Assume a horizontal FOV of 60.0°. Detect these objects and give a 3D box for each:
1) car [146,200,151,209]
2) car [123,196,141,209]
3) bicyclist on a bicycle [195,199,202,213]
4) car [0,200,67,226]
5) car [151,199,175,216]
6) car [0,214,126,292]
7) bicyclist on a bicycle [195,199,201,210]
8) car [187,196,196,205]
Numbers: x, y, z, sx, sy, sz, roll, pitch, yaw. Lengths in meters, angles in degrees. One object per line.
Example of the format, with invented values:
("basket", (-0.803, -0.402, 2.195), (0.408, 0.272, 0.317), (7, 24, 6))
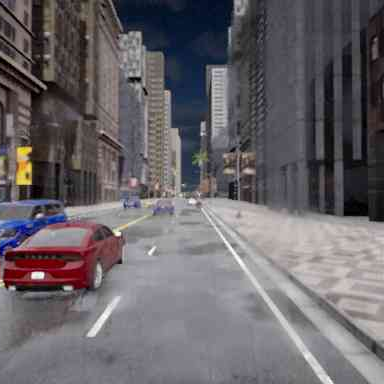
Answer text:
("car", (-6.518, 2.004, 55.796), (1.882, 1.535, 5.008), (0, 0, 1))
("car", (-9.768, 1.736, 54.647), (2.150, 2.045, 5.566), (0, 0, 1))
("bicyclist on a bicycle", (0.912, 1.766, 41.439), (0.659, 1.776, 1.843), (0, 0, 0))
("car", (-6.594, 1.348, 12.833), (2.150, 2.045, 5.566), (0, -1, 0))
("car", (-3.133, 1.716, 38.032), (2.097, 1.767, 4.553), (0, -1, 0))
("car", (-3.147, 1.570, 9.266), (1.882, 1.535, 5.008), (0, 0, 0))
("bicyclist on a bicycle", (0.914, 1.915, 50.465), (0.866, 1.612, 1.509), (0, -1, 0))
("car", (0.033, 2.194, 74.922), (1.812, 1.442, 4.674), (0, 0, 0))
